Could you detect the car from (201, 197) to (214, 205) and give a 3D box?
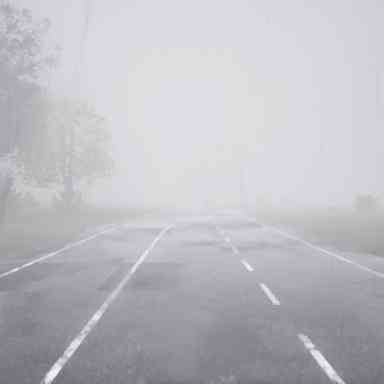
[{"bbox_3d":[3.497,1.977,68.793,2.128,1.511,4.902,0,0,0],"label":"car"}]

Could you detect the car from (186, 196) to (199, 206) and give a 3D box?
[{"bbox_3d":[-0.005,1.974,67.226,1.837,1.490,4.892,0,0,0],"label":"car"}]
